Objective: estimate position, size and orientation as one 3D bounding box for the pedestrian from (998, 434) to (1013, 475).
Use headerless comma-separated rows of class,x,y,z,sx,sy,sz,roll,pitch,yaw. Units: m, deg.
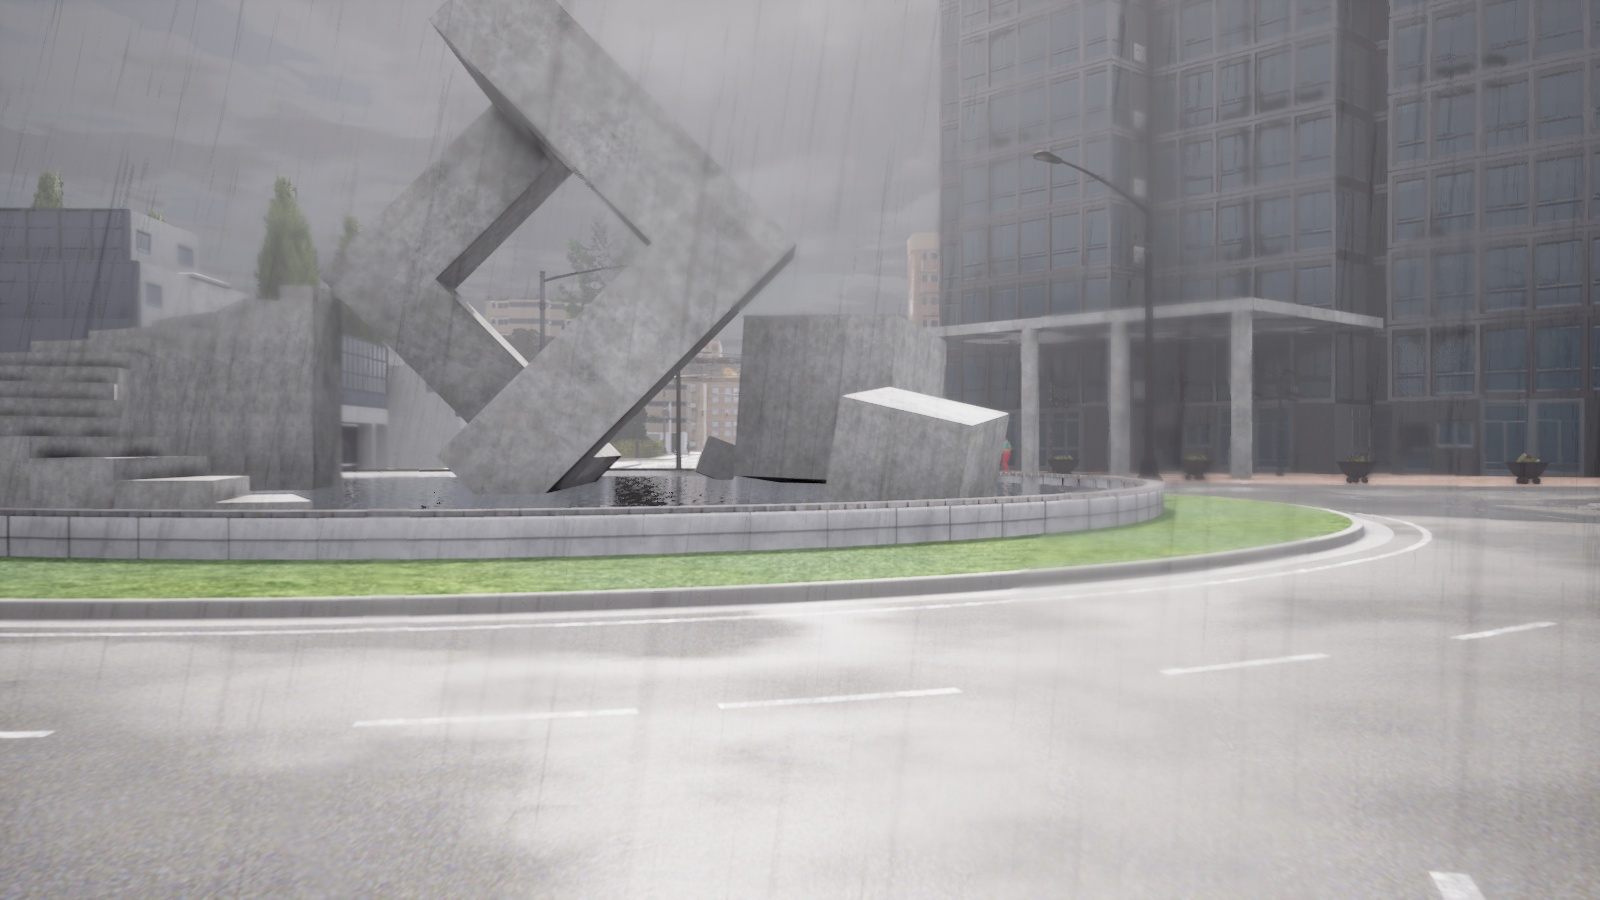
pedestrian,9.427,0.200,57.570,0.345,1.836,0.594,0,0,-36
